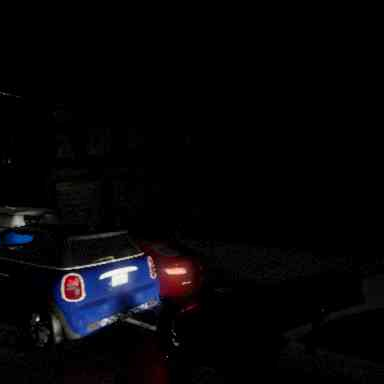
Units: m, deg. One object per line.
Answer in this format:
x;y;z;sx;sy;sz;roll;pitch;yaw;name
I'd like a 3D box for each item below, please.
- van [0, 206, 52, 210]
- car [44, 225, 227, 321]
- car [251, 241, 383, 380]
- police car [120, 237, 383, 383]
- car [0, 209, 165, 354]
-6.064;1.389;11.134;3.998;1.788;1.690;0;0;36;van
-1.470;1.620;7.826;4.206;1.307;1.802;0;0;36;car
3.124;1.608;4.520;4.206;1.307;1.802;0;0;36;car
1.915;1.443;2.981;5.238;1.638;1.930;0;0;36;police car
-2.841;1.380;6.404;4.553;1.767;2.097;0;0;36;car
